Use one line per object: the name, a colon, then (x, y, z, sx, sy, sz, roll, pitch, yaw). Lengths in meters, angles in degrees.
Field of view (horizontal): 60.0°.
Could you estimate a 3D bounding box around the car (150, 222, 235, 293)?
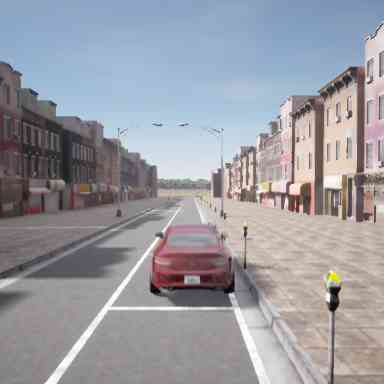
car: (0.003, 1.512, 8.652, 1.812, 1.442, 4.674, 0, 0, 0)
